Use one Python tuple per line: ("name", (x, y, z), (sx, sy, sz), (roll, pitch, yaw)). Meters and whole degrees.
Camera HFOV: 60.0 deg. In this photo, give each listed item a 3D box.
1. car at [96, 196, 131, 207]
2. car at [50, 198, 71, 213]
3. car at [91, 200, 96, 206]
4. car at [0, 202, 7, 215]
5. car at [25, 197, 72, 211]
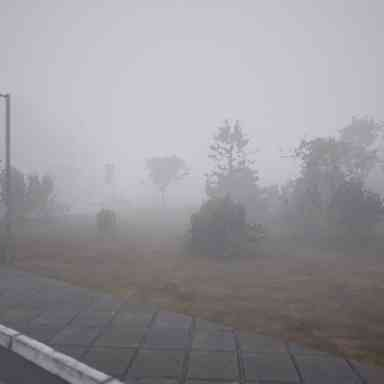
("car", (-11.204, 1.527, 49.211), (1.895, 1.301, 4.718), (0, 1, 39))
("car", (-14.617, 1.350, 33.512), (2.097, 1.767, 4.553), (0, 0, 39))
("car", (-13.402, 1.395, 52.058), (1.882, 1.535, 5.008), (0, 1, 39))
("car", (-18.469, 1.476, 34.311), (1.882, 1.535, 5.008), (0, 0, 39))
("car", (-17.675, 1.482, 41.192), (2.128, 1.511, 4.902), (0, 0, 39))
